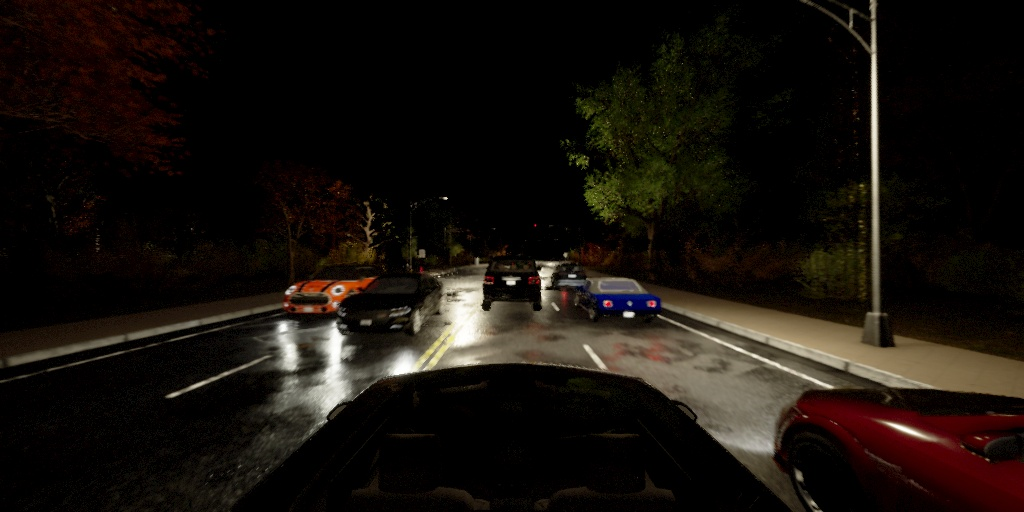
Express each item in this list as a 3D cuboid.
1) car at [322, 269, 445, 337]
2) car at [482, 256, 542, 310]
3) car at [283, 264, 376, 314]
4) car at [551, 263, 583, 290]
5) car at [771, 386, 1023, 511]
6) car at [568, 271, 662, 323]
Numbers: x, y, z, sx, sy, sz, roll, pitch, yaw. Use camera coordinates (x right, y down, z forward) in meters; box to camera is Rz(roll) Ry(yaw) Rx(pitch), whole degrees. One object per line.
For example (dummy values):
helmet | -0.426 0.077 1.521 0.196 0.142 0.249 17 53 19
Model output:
car | -3.281 1.246 10.625 1.882 1.535 5.008 0 0 1
car | 0.058 1.005 14.934 2.150 2.045 5.566 0 0 2
car | -6.475 1.123 13.705 2.097 1.767 4.553 0 0 1
car | 3.587 1.233 23.230 2.033 1.649 4.856 0 0 2
car | 3.243 1.317 1.384 1.994 1.385 4.181 0 0 0
car | 3.331 1.381 12.338 1.895 1.301 4.718 0 0 1
